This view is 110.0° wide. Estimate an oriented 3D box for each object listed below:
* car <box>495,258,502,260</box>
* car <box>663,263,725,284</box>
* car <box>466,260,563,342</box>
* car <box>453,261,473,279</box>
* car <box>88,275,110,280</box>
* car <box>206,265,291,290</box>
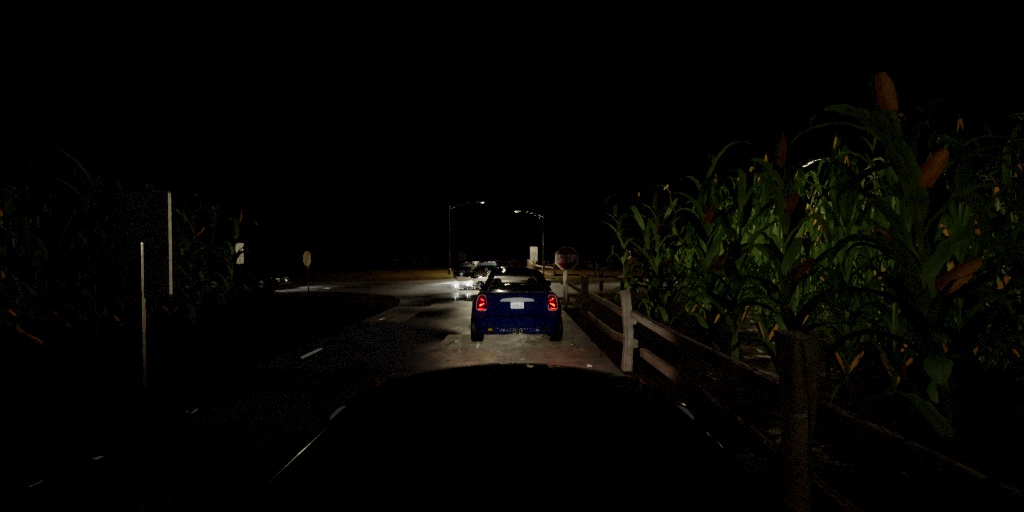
[{"bbox_3d":[-2.724,1.263,54.963,1.994,1.385,4.181,0,0,0],"label":"car"},{"bbox_3d":[12.824,1.187,25.334,5.008,1.535,1.882,0,1,-2],"label":"car"},{"bbox_3d":[0.058,1.098,9.972,2.097,1.767,4.553,0,0,-2],"label":"car"},{"bbox_3d":[-3.588,1.219,31.509,2.128,1.511,4.902,0,0,12],"label":"car"},{"bbox_3d":[-25.463,1.370,22.498,4.181,1.385,1.994,0,1,1],"label":"car"},{"bbox_3d":[-16.559,1.289,22.466,4.892,1.490,1.837,0,1,0],"label":"car"}]
